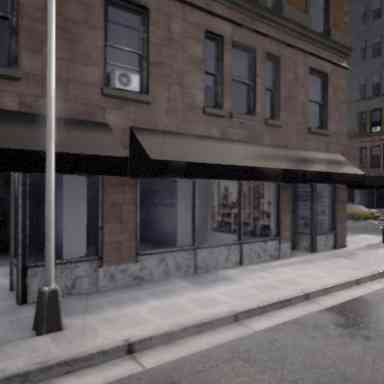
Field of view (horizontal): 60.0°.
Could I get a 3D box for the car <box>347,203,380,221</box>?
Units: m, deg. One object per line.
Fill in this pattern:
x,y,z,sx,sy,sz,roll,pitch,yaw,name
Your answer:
12.731,1.582,27.388,1.752,1.417,4.829,1,0,-35,car
